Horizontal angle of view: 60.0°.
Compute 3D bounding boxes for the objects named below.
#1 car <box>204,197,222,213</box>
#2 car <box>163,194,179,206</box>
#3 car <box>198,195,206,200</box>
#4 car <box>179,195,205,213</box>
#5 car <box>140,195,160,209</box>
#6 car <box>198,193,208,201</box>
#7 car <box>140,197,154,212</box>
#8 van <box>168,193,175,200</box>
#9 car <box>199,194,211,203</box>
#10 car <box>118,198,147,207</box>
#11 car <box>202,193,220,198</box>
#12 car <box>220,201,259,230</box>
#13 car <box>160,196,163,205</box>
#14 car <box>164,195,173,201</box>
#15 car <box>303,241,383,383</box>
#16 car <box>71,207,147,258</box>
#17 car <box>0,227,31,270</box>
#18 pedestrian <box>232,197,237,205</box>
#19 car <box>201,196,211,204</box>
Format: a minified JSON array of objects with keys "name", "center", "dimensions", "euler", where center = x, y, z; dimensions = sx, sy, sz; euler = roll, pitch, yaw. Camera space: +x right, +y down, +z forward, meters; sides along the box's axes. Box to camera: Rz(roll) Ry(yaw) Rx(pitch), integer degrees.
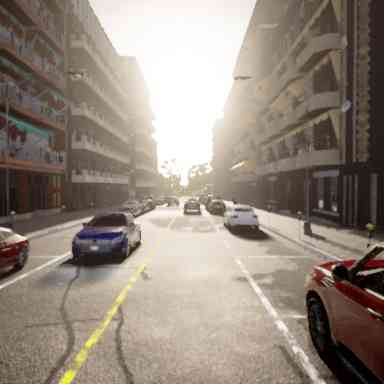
[{"name":"car","center":[2.684,1.545,36.176],"dimensions":[1.947,1.339,4.313],"euler":[-1,0,0]},{"name":"car","center":[-3.046,1.460,54.932],"dimensions":[2.128,1.511,4.902],"euler":[0,0,0]},{"name":"car","center":[2.696,1.489,91.418],"dimensions":[1.887,1.381,4.507],"euler":[-1,0,0]},{"name":"car","center":[0.041,1.470,37.260],"dimensions":[2.128,1.511,4.902],"euler":[0,0,1]},{"name":"car","center":[-5.699,1.291,41.653],"dimensions":[2.192,1.841,5.009],"euler":[-1,0,0]},{"name":"car","center":[2.689,1.268,80.370],"dimensions":[2.192,1.841,5.009],"euler":[-1,0,0]},{"name":"car","center":[-5.696,1.530,36.129],"dimensions":[2.008,1.369,4.403],"euler":[-1,0,0]},{"name":"van","center":[-5.687,1.285,91.372],"dimensions":[1.690,1.788,3.998],"euler":[-1,0,0]},{"name":"car","center":[2.687,1.275,69.321],"dimensions":[2.192,1.841,5.009],"euler":[-1,0,0]},{"name":"car","center":[-5.697,1.534,30.606],"dimensions":[2.008,1.369,4.403],"euler":[-1,0,0]},{"name":"car","center":[2.681,1.291,41.699],"dimensions":[2.192,1.841,5.009],"euler":[-1,0,0]},{"name":"car","center":[3.005,1.515,20.888],"dimensions":[1.812,1.442,4.674],"euler":[0,0,0]},{"name":"car","center":[-5.691,1.517,58.226],"dimensions":[2.008,1.369,4.403],"euler":[-1,0,0]},{"name":"car","center":[-5.685,1.518,80.323],"dimensions":[1.947,1.339,4.313],"euler":[-1,0,0]},{"name":"car","center":[2.677,1.314,3.030],"dimensions":[2.192,1.841,5.009],"euler":[-1,0,0]},{"name":"car","center":[-3.096,1.518,12.895],"dimensions":[1.812,1.442,4.674],"euler":[0,0,0]},{"name":"car","center":[-5.701,1.577,8.509],"dimensions":[1.802,1.307,4.206],"euler":[-1,0,0]},{"name":"pedestrian","center":[3.006,1.281,23.708],"dimensions":[0.375,1.860,0.375],"euler":[-1,1,0]},{"name":"car","center":[2.691,1.545,63.797],"dimensions":[1.802,1.307,4.206],"euler":[-1,0,0]}]
